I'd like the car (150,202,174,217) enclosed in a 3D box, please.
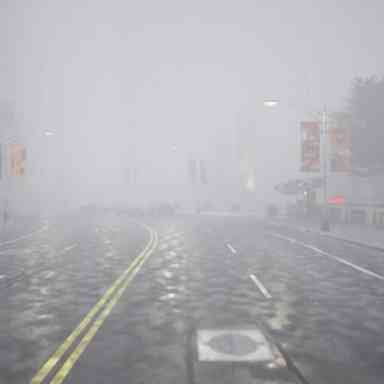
[{"bbox_3d":[-3.700,1.938,37.384,1.837,1.490,4.892,0,-1,-31],"label":"car"}]

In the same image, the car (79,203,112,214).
[{"bbox_3d":[-12.810,2.102,43.211,4.718,1.301,1.895,-1,-1,44],"label":"car"}]

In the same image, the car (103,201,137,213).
[{"bbox_3d":[-9.800,2.014,45.100,2.128,1.511,4.902,1,-1,-45],"label":"car"}]

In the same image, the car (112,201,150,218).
[{"bbox_3d":[-6.600,1.939,35.617,1.812,1.442,4.674,0,-1,-32],"label":"car"}]
